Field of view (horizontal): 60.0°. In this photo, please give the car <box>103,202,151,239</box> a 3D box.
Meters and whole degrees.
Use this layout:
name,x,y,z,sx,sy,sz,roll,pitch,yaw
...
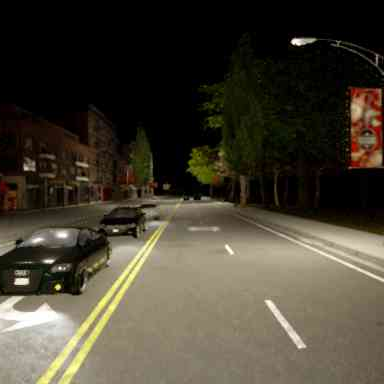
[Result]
name,x,y,z,sx,sy,sz,roll,pitch,yaw
car,-3.576,1.540,17.935,1.882,1.535,5.008,-1,0,-1

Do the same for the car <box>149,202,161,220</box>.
name,x,y,z,sx,sy,sz,roll,pitch,yaw
car,-3.730,1.630,28.969,1.812,1.442,4.674,-1,0,0

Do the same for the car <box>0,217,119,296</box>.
name,x,y,z,sx,sy,sz,roll,pitch,yaw
car,-3.415,1.603,8.640,1.994,1.385,4.181,-1,0,0
